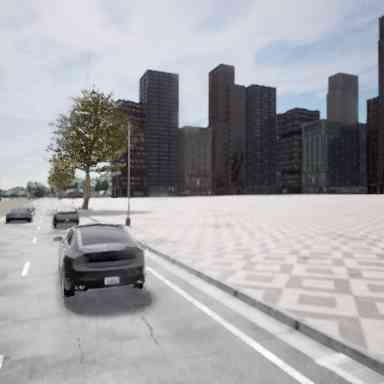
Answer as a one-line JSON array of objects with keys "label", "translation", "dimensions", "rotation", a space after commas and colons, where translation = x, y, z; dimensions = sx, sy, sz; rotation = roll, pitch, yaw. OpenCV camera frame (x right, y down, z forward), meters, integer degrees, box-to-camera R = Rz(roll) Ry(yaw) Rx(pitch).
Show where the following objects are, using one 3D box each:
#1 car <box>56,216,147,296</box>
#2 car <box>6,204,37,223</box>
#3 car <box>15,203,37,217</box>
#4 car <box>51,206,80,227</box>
[{"label": "car", "translation": [-2.621, 1.624, 9.165], "dimensions": [1.837, 1.490, 4.892], "rotation": [0, -1, -23]}, {"label": "car", "translation": [-15.351, 1.972, 29.820], "dimensions": [1.994, 1.385, 4.181], "rotation": [0, -1, -23]}, {"label": "car", "translation": [-19.493, 2.074, 39.279], "dimensions": [2.033, 1.411, 5.357], "rotation": [0, -1, -23]}, {"label": "car", "translation": [-9.840, 1.844, 25.946], "dimensions": [2.128, 1.511, 4.902], "rotation": [0, -1, -23]}]
